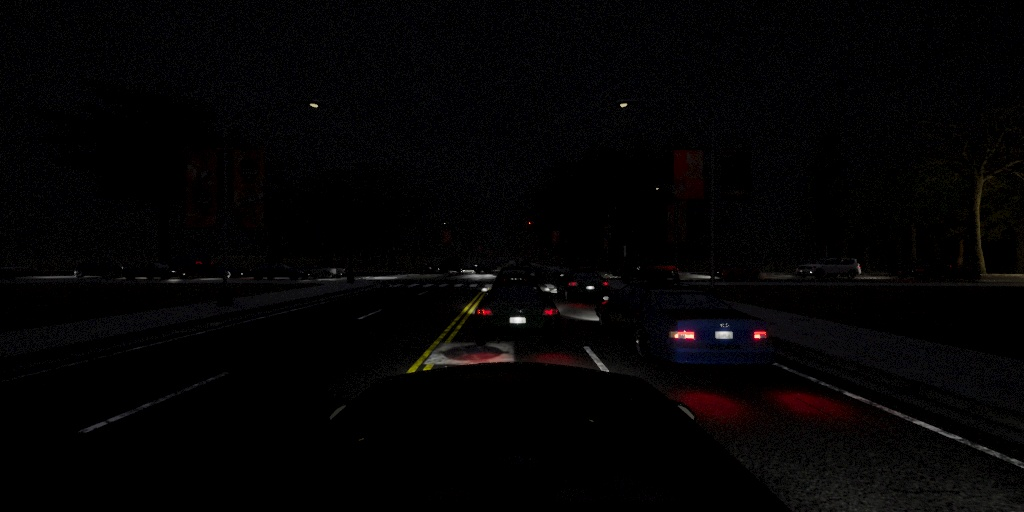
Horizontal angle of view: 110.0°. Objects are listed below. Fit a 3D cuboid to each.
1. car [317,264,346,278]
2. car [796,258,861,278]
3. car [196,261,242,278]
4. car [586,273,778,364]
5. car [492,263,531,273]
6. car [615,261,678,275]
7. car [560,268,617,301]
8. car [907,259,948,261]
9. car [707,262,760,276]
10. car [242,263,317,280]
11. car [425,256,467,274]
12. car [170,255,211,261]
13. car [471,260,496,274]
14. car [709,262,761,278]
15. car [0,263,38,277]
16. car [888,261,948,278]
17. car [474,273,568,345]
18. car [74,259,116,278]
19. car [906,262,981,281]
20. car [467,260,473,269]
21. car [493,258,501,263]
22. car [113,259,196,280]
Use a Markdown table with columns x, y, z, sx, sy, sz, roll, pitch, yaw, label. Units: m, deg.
| x | y | z | sx | sy | sz | roll | pitch | yaw | label |
| --- | --- | --- | --- | --- | --- | --- | --- | --- | --- |
| -18.075 | 1.365 | 33.286 | 4.718 | 1.301 | 1.895 | 0 | 0 | -1 | car |
| 32.677 | 1.230 | 37.096 | 5.566 | 2.045 | 2.150 | 0 | 0 | 0 | car |
| -27.216 | 1.332 | 33.201 | 4.718 | 1.301 | 1.895 | 0 | 0 | -1 | car |
| 3.354 | 1.303 | 8.195 | 2.033 | 1.411 | 5.357 | 0 | 0 | 0 | car |
| 0.099 | 1.283 | 18.449 | 1.837 | 1.490 | 4.892 | 0 | 0 | 0 | car |
| 12.151 | 1.444 | 33.560 | 5.357 | 1.411 | 2.033 | 0 | 0 | -1 | car |
| 3.358 | 1.339 | 17.438 | 1.994 | 1.385 | 4.181 | 0 | 0 | 0 | car |
| 45.927 | 1.327 | 40.394 | 5.566 | 2.045 | 2.150 | 0 | 0 | 0 | car |
| 24.806 | 1.475 | 40.287 | 4.892 | 1.490 | 1.837 | 0 | 0 | -1 | car |
| -19.388 | 1.279 | 30.033 | 4.674 | 1.442 | 1.812 | 0 | 0 | -2 | car |
| -8.118 | 1.067 | 43.174 | 2.150 | 2.045 | 5.566 | 1 | -1 | 24 | car |
| -36.521 | 0.933 | 39.808 | 5.566 | 2.045 | 2.150 | 0 | 0 | 0 | car |
| -3.328 | 1.444 | 42.573 | 1.895 | 1.301 | 4.718 | 0 | -1 | 0 | car |
| 23.235 | 1.521 | 37.040 | 4.181 | 1.385 | 1.994 | 0 | 0 | -2 | car |
| -47.077 | 1.274 | 33.052 | 4.718 | 1.301 | 1.895 | 0 | 0 | 0 | car |
| 42.660 | 1.567 | 37.146 | 4.902 | 1.511 | 2.128 | 0 | 0 | 0 | car |
| 0.107 | 1.320 | 9.544 | 1.994 | 1.385 | 4.181 | 0 | 0 | 0 | car |
| -37.161 | 1.051 | 33.114 | 4.553 | 1.767 | 2.097 | 0 | 0 | 0 | car |
| 40.891 | 1.548 | 33.713 | 4.902 | 1.511 | 2.128 | 0 | 0 | 0 | car |
| -6.567 | 1.430 | 57.204 | 2.128 | 1.511 | 4.902 | 0 | 0 | 0 | car |
| -3.317 | 1.484 | 57.065 | 2.033 | 1.411 | 5.357 | 0 | 0 | 0 | car |
| -29.711 | 1.243 | 29.927 | 4.674 | 1.442 | 1.812 | 0 | 0 | -1 | car |
